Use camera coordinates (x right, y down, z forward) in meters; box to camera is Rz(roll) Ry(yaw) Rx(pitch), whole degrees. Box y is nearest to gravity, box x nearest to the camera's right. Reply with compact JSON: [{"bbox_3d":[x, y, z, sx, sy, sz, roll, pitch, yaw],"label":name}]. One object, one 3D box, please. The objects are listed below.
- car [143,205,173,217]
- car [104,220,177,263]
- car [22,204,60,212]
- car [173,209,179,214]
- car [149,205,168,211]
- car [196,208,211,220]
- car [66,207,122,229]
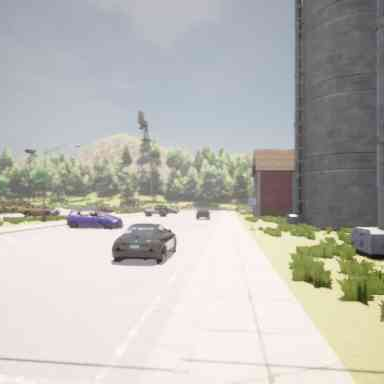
[{"bbox_3d":[-5.550,2.965,52.294,3.866,1.878,1.905,1,-2,6],"label":"car"},{"bbox_3d":[-1.850,2.007,13.936,1.994,1.385,4.181,1,-2,6],"label":"car"},{"bbox_3d":[-19.837,2.475,43.625,4.605,1.855,1.932,1,-2,6],"label":"car"},{"bbox_3d":[-4.645,3.612,65.744,4.193,1.474,1.816,1,-2,6],"label":"car"},{"bbox_3d":[-9.446,4.445,93.972,5.008,1.535,1.882,1,-2,7],"label":"car"},{"bbox_3d":[1.598,3.080,46.844,1.837,1.490,4.892,1,-2,6],"label":"car"},{"bbox_3d":[-8.197,2.304,28.242,4.611,1.667,2.242,1,-2,6],"label":"car"}]
